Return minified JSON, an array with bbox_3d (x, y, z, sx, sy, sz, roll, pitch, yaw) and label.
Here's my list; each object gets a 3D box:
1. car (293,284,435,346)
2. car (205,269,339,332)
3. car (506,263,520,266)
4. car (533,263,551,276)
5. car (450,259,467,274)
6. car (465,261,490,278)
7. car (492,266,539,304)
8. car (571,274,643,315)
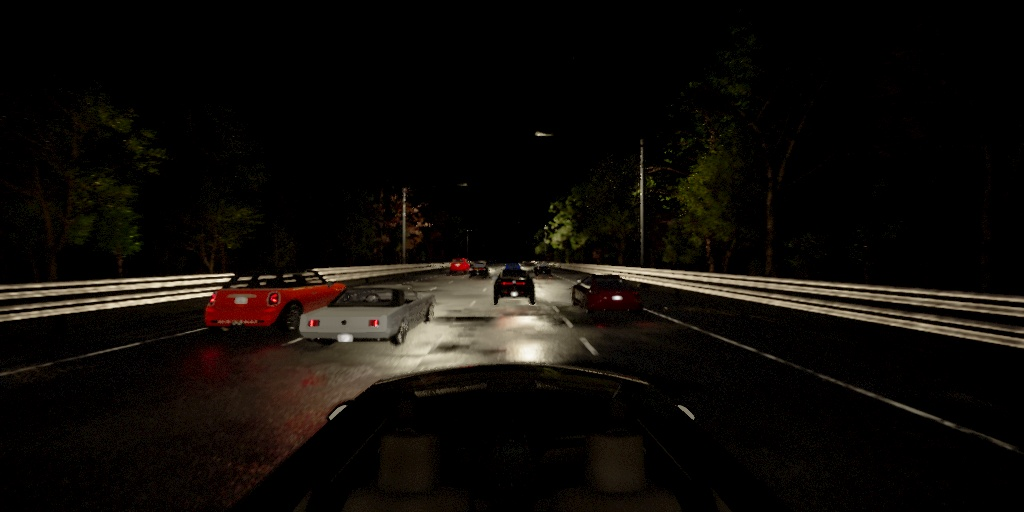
[{"bbox_3d":[-3.401,1.417,9.554,1.895,1.301,4.718,0,0,0],"label":"car"},{"bbox_3d":[-6.901,1.182,11.267,2.097,1.767,4.553,0,-1,0],"label":"car"},{"bbox_3d":[0.092,1.547,38.905,1.882,1.535,5.008,0,0,0],"label":"car"},{"bbox_3d":[3.591,1.596,42.872,2.128,1.511,4.902,0,0,0],"label":"car"},{"bbox_3d":[-6.913,1.375,48.342,2.150,2.045,5.566,0,0,0],"label":"car"},{"bbox_3d":[-3.408,1.557,38.281,2.128,1.511,4.902,0,0,0],"label":"car"},{"bbox_3d":[0.097,1.385,17.348,1.837,1.490,4.892,0,-1,0],"label":"car"},{"bbox_3d":[3.596,1.420,14.263,1.994,1.385,4.181,0,0,0],"label":"car"}]
